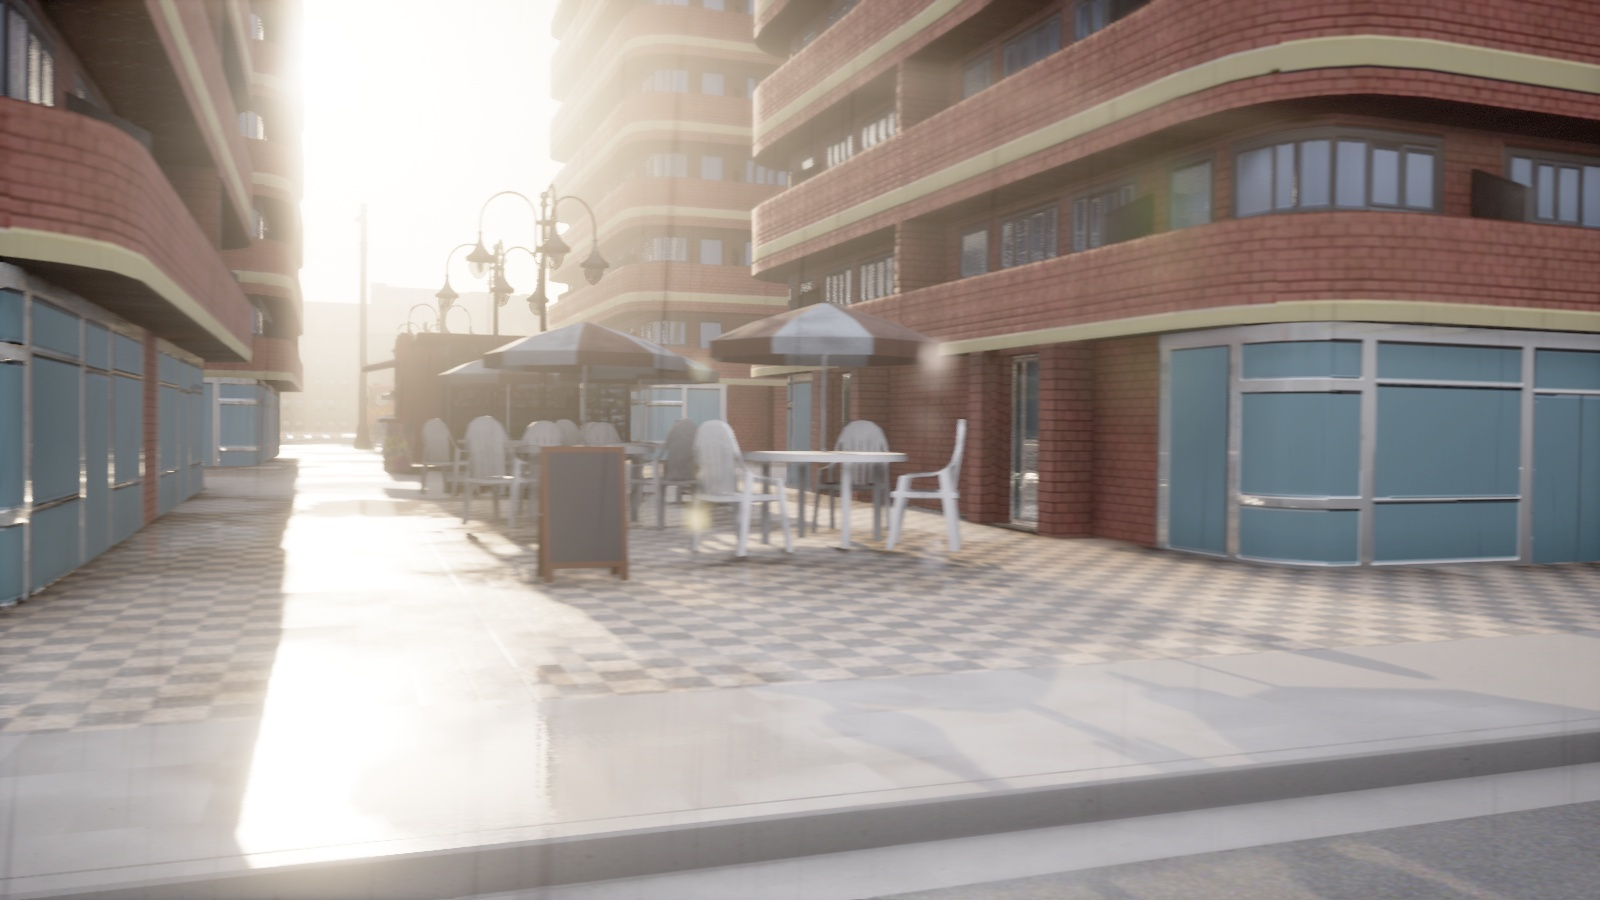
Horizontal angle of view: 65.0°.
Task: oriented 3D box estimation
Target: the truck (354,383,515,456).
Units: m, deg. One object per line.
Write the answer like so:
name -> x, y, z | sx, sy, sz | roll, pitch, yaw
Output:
truck -> -20.844, -1.761, 71.633 | 8.468, 3.827, 2.891 | -2, 1, -21
